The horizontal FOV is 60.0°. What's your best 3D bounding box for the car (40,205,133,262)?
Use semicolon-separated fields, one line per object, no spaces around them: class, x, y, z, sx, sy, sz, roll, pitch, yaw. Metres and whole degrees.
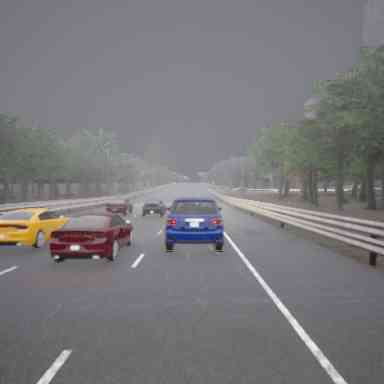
car;-3.407;1.465;12.152;1.882;1.535;5.008;0;0;0

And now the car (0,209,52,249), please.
car;-6.906;1.461;14.563;1.882;1.535;5.008;0;0;0

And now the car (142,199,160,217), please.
car;-3.411;1.438;30.686;1.837;1.490;4.892;0;0;0

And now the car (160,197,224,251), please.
car;0.105;1.205;14.063;2.150;2.045;5.566;0;0;0

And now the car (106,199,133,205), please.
car;-6.911;1.405;32.103;1.882;1.535;5.008;0;0;0

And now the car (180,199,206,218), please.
car;0.089;1.425;30.587;2.128;1.511;4.902;0;0;0
